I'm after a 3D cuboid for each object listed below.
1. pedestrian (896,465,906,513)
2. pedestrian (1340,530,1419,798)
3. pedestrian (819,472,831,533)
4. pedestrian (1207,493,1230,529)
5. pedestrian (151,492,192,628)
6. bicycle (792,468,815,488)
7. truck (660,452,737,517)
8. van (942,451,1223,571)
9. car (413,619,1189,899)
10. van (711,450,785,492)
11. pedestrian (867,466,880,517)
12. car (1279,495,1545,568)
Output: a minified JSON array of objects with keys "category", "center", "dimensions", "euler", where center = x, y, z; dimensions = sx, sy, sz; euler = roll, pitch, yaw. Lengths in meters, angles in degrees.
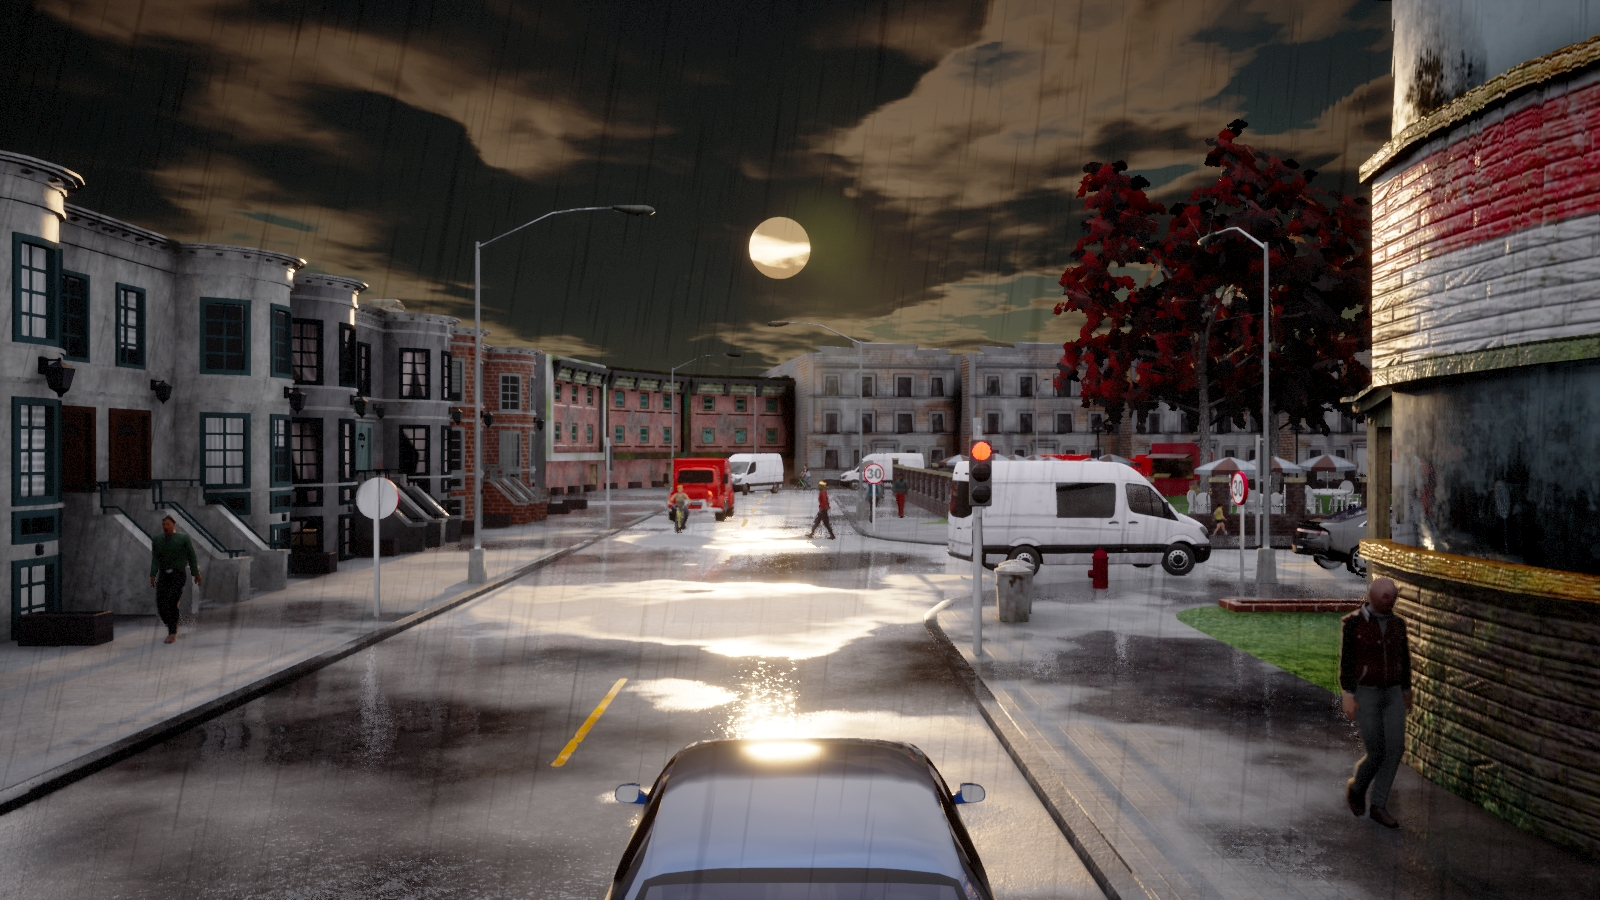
[{"category":"pedestrian","center":[3.946,1.499,44.486],"dimensions":[0.375,1.860,0.375],"euler":[0,0,6]},{"category":"pedestrian","center":[4.174,1.522,8.241],"dimensions":[0.375,1.860,0.375],"euler":[0,0,-1]},{"category":"pedestrian","center":[0.763,1.615,35.027],"dimensions":[0.375,1.860,0.375],"euler":[0,0,1]},{"category":"pedestrian","center":[12.928,1.882,35.298],"dimensions":[0.500,1.100,0.500],"euler":[0,0,0]},{"category":"pedestrian","center":[-8.743,1.520,15.910],"dimensions":[0.375,1.860,0.375],"euler":[0,0,-3]},{"category":"bicycle","center":[0.259,1.909,77.024],"dimensions":[1.643,1.296,0.373],"euler":[0,0,-36]},{"category":"truck","center":[-4.020,1.334,46.164],"dimensions":[2.627,2.467,5.204],"euler":[0,0,0]},{"category":"van","center":[6.389,1.304,26.031],"dimensions":[5.915,2.561,1.988],"euler":[0,0,-11]},{"category":"car","center":[-0.001,1.884,5.268],"dimensions":[2.033,1.411,5.357],"euler":[0,0,0]},{"category":"van","center":[-3.214,1.289,72.299],"dimensions":[1.988,2.561,5.915],"euler":[0,0,28]},{"category":"pedestrian","center":[2.660,1.501,41.436],"dimensions":[0.375,1.860,0.375],"euler":[0,0,18]},{"category":"car","center":[13.778,1.817,25.951],"dimensions":[4.902,1.511,2.128],"euler":[0,0,-1]}]
